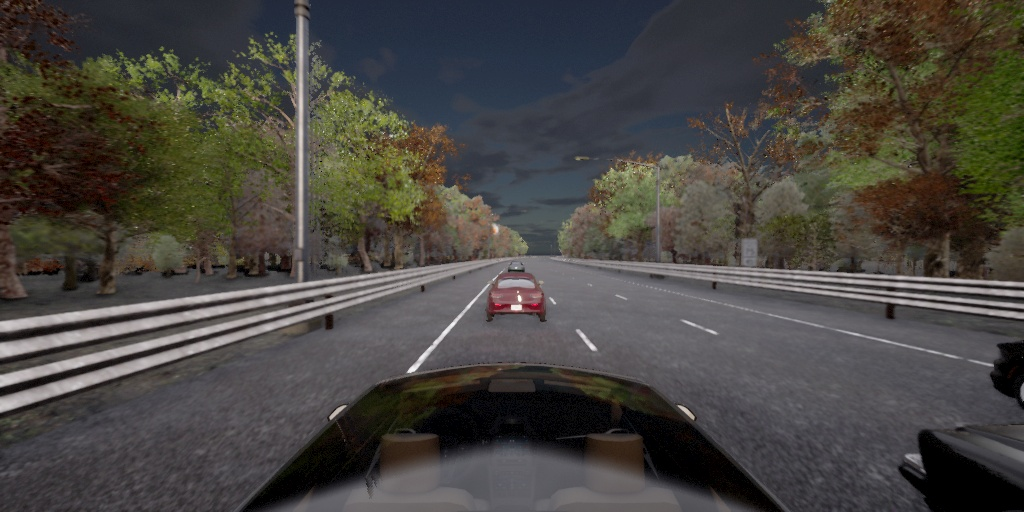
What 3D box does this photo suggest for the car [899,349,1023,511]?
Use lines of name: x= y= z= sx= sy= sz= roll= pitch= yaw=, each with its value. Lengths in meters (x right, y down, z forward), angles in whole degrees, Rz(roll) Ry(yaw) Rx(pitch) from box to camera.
car: x=3.602 y=1.351 z=0.273 sx=1.895 sy=1.301 sz=4.718 roll=0 pitch=0 yaw=0

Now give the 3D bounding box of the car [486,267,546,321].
car: x=0.136 y=1.275 z=12.345 sx=1.812 sy=1.442 sz=4.674 roll=0 pitch=0 yaw=0

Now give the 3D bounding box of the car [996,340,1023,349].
car: x=7.105 y=1.229 z=2.478 sx=1.882 sy=1.535 sz=5.008 roll=0 pitch=0 yaw=0

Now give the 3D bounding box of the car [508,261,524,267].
car: x=0.509 y=1.308 z=42.528 sx=1.994 sy=1.385 sz=4.181 roll=0 pitch=0 yaw=1
